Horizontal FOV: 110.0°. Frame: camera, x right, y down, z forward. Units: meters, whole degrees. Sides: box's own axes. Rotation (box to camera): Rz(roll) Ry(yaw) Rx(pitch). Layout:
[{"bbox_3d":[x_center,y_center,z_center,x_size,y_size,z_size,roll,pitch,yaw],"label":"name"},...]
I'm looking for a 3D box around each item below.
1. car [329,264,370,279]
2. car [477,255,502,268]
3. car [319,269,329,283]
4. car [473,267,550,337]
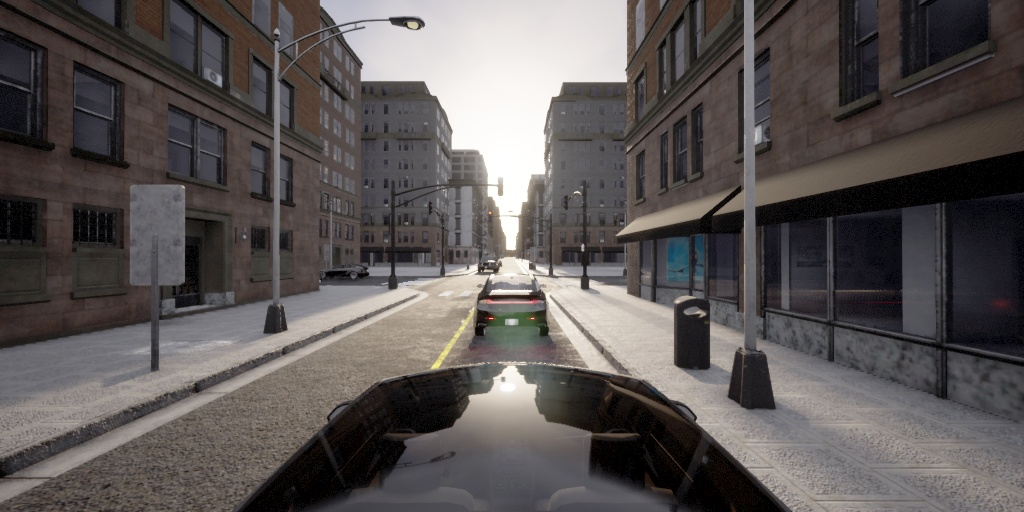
[{"bbox_3d":[-14.783,1.330,31.493,4.313,1.339,1.948,0,0,0],"label":"car"},{"bbox_3d":[-2.851,0.945,44.083,2.150,2.045,5.566,0,0,3],"label":"car"},{"bbox_3d":[-14.783,1.289,23.466,4.313,1.339,1.948,0,0,0],"label":"car"},{"bbox_3d":[-0.005,1.242,10.330,2.128,1.511,4.902,0,0,0],"label":"car"}]
